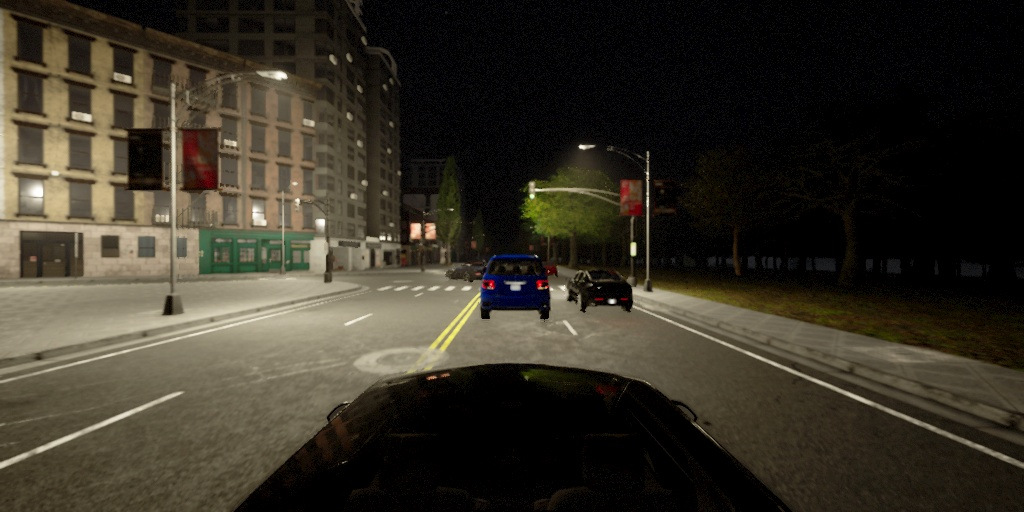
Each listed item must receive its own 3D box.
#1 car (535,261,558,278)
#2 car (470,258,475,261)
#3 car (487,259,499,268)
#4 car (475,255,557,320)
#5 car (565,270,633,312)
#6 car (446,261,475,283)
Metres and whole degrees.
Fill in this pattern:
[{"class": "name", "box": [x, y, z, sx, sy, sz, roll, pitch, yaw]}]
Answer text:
[{"class": "car", "box": [3.346, 1.284, 35.663, 1.882, 1.535, 5.008, 0, 0, 0]}, {"class": "car", "box": [-6.535, 1.204, 62.925, 2.097, 1.767, 4.553, 0, 0, 1]}, {"class": "car", "box": [-3.286, 1.356, 62.913, 1.837, 1.490, 4.892, 0, 0, 1]}, {"class": "car", "box": [0.101, 0.990, 12.811, 2.150, 2.045, 5.566, 0, 0, 0]}, {"class": "car", "box": [3.351, 1.276, 14.427, 1.837, 1.490, 4.892, 0, 0, 0]}, {"class": "car", "box": [-3.371, 1.343, 28.446, 2.033, 1.411, 5.357, 0, 0, -35]}]
